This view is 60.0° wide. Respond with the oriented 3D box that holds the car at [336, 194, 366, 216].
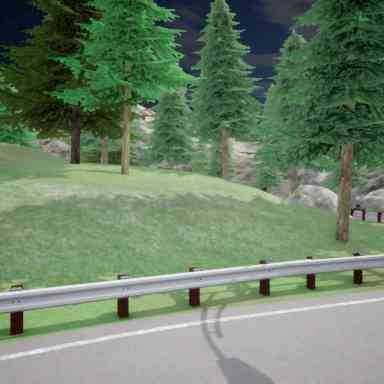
[{"bbox_3d":[14.097,1.233,32.366,2.150,2.045,5.566,0,0,-18],"label":"car"}]
